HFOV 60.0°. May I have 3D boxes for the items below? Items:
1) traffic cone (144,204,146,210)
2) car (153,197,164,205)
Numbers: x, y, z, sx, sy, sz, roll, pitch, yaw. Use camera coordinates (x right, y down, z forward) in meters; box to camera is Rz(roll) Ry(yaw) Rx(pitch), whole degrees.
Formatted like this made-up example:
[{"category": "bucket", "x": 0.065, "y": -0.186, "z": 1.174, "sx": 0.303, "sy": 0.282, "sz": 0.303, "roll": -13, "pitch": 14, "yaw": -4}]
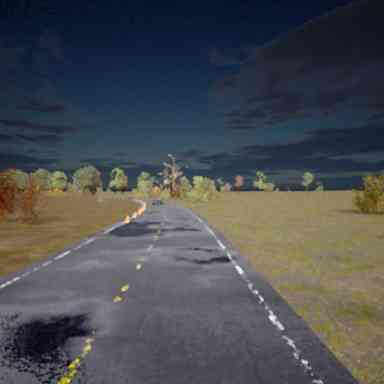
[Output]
[{"category": "traffic cone", "x": -5.953, "y": 2.070, "z": 40.240, "sx": 0.340, "sy": 0.580, "sz": 0.340, "roll": 0, "pitch": 0, "yaw": -5}, {"category": "car", "x": -6.286, "y": 1.707, "z": 61.401, "sx": 2.033, "sy": 1.411, "sz": 5.357, "roll": 0, "pitch": 0, "yaw": -9}]
